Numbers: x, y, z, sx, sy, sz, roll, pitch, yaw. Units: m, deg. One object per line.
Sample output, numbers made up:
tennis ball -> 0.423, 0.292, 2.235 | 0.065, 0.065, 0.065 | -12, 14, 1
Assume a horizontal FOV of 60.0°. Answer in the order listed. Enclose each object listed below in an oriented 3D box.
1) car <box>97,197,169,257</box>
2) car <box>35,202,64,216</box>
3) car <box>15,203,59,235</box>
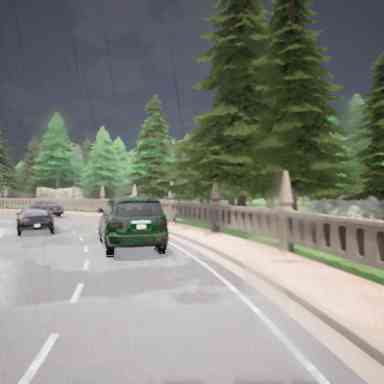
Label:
car -> -2.508, 1.228, 13.377 | 2.150, 2.045, 5.566 | 0, 0, -19
car -> -13.915, 1.616, 30.989 | 5.357, 1.411, 2.033 | 0, 0, 43
car -> -9.094, 1.572, 19.190 | 1.812, 1.442, 4.674 | 0, 0, -29
